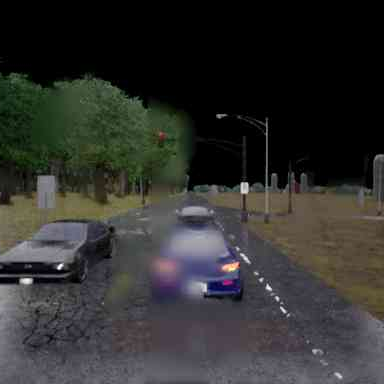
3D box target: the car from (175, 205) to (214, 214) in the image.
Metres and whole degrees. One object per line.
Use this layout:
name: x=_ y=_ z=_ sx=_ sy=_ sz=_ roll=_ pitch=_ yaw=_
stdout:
car: x=0.138 y=1.420 z=17.431 sx=1.882 sy=1.535 sz=5.008 roll=0 pitch=0 yaw=0

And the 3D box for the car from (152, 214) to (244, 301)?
car: x=0.122 y=1.510 z=8.152 sx=1.812 sy=1.442 sz=4.674 roll=0 pitch=0 yaw=0

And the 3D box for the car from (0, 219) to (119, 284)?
car: x=-3.553 y=1.527 z=9.819 sx=2.033 sy=1.411 sz=5.357 roll=0 pitch=0 yaw=0
